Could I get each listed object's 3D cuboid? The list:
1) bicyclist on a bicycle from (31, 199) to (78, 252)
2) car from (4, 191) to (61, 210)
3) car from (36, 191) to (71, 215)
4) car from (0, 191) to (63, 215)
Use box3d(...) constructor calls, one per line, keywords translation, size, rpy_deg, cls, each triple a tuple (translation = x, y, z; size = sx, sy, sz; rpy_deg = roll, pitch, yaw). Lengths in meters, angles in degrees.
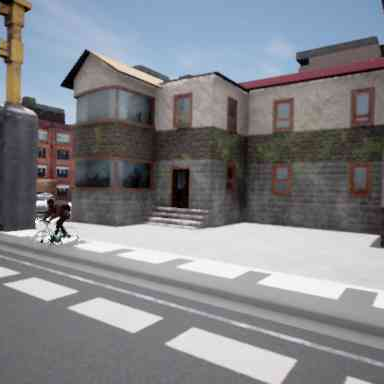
box3d(translation=(-4.346, 1.036, 10.603), size=(0.582, 1.620, 1.656), rpy_deg=(2, 4, 35), cls="bicyclist on a bicycle")
box3d(translation=(-12.050, 0.570, 25.527), size=(1.853, 1.218, 4.536), rpy_deg=(1, 1, 5), cls="car")
box3d(translation=(-10.679, 0.663, 22.013), size=(4.536, 1.218, 1.853), rpy_deg=(1, 1, -25), cls="car")
box3d(translation=(-12.058, 0.728, 25.478), size=(2.038, 1.542, 4.974), rpy_deg=(1, 1, 5), cls="car")
